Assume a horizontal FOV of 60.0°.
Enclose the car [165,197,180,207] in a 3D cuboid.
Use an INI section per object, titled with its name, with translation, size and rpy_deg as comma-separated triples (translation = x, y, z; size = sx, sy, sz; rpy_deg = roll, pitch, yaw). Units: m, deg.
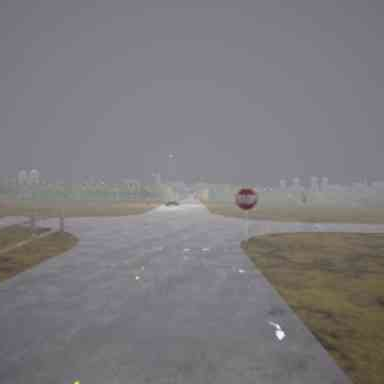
[car]
translation = -2.757, 1.424, 47.354
size = 1.895, 1.301, 4.718
rpy_deg = 0, 0, 0
